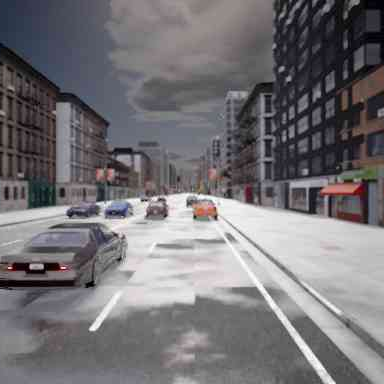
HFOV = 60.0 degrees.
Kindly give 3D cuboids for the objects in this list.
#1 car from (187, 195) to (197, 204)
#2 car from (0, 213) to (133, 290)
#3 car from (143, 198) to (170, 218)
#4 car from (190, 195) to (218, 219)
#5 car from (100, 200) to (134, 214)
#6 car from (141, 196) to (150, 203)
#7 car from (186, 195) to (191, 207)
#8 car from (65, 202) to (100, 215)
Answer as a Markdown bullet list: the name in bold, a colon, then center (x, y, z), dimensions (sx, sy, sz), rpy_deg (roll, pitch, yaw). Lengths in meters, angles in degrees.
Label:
- **car**: center (-0.004, 1.413, 66.053), dimensions (2.097, 1.767, 4.553), rpy_deg (0, 0, 0)
- **car**: center (-3.150, 1.563, 9.246), dimensions (2.033, 1.411, 5.357), rpy_deg (0, 0, 0)
- **car**: center (-3.152, 1.562, 31.042), dimensions (1.812, 1.442, 4.674), rpy_deg (0, 0, 0)
- **car**: center (1.135, 1.387, 29.708), dimensions (2.097, 1.767, 4.553), rpy_deg (0, 0, 0)
- **car**: center (-6.598, 1.514, 30.474), dimensions (1.882, 1.535, 5.008), rpy_deg (0, 0, 0)
- **car**: center (-9.755, 1.559, 70.974), dimensions (2.033, 1.411, 5.357), rpy_deg (0, 0, 0)
- **car**: center (0.020, 1.550, 52.183), dimensions (1.837, 1.490, 4.892), rpy_deg (0, 0, 1)
- **car**: center (-9.851, 1.584, 30.660), dimensions (2.033, 1.411, 5.357), rpy_deg (0, 0, 0)
